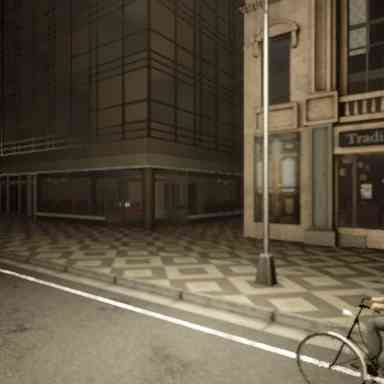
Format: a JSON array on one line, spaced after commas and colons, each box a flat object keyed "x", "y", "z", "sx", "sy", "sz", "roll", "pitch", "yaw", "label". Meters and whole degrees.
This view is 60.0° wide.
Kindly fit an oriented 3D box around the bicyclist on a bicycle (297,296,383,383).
[{"x": 1.938, "y": 1.370, "z": 3.280, "sx": 1.843, "sy": 1.776, "sz": 0.659, "roll": 0, "pitch": 0, "yaw": 35, "label": "bicyclist on a bicycle"}]
